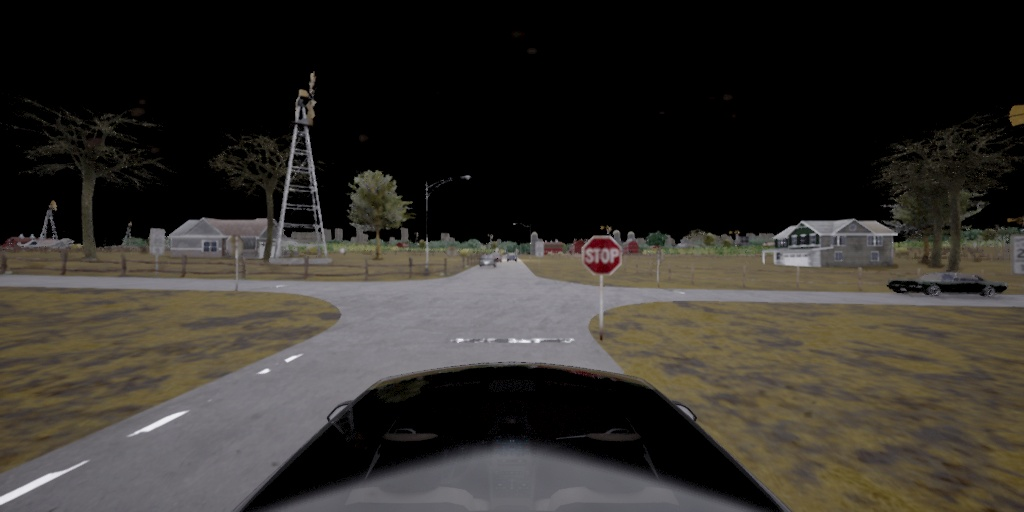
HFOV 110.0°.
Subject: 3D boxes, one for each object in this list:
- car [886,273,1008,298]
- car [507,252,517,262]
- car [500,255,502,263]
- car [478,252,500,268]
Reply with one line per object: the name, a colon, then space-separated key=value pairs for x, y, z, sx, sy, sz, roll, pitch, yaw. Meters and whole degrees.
car: x=23.790 y=1.566 z=19.782 sx=4.718 sy=1.301 sz=1.895 roll=1 pitch=-1 yaw=0
car: x=-0.016 y=0.385 z=64.301 sx=1.895 sy=1.301 sz=4.718 roll=0 pitch=1 yaw=0
car: x=-2.794 y=0.196 z=60.123 sx=2.097 sy=1.767 sz=4.553 roll=0 pitch=1 yaw=0
car: x=-2.845 y=0.599 z=42.505 sx=2.128 sy=1.511 sz=4.902 roll=0 pitch=1 yaw=0
